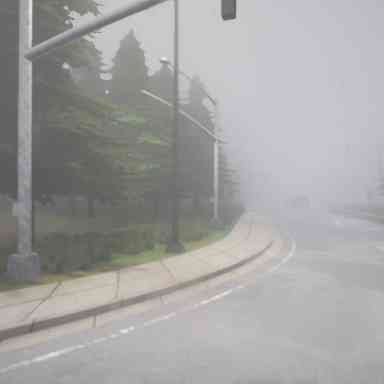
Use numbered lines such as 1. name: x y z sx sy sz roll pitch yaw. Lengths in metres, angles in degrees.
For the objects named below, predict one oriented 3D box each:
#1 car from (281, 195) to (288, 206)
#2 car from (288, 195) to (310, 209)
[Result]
1. car: 18.313 1.728 61.814 2.097 1.767 4.553 0 0 9
2. car: 16.738 1.541 51.594 2.150 2.045 5.566 0 0 9
